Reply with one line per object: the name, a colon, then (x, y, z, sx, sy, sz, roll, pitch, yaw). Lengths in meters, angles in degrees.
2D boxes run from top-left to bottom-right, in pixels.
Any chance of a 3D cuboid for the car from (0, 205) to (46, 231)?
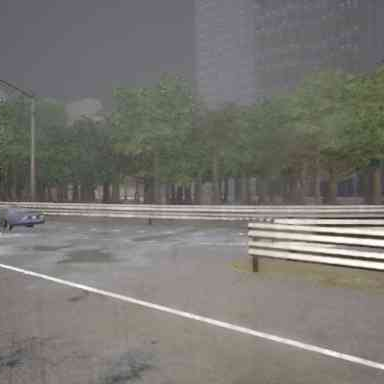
car: (-11.577, 1.534, 20.384, 5.357, 1.411, 2.033, 0, 0, 21)
